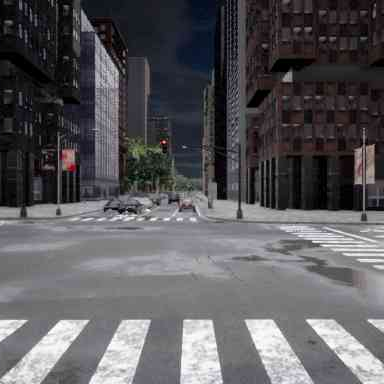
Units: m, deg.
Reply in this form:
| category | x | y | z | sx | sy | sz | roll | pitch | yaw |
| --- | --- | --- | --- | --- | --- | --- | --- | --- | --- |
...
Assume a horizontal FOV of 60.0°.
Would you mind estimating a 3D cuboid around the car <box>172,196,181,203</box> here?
| category | x | y | z | sx | sy | sz | roll | pitch | yaw |
| --- | --- | --- | --- | --- | --- | --- | --- | --- | --- |
| car | -3.468 | 1.651 | 75.398 | 1.994 | 1.385 | 4.181 | 0 | 0 | 0 |

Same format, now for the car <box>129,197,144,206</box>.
| category | x | y | z | sx | sy | sz | roll | pitch | yaw |
| --- | --- | --- | --- | --- | --- | --- | --- | --- | --- |
| car | -9.146 | 1.570 | 55.067 | 1.752 | 1.417 | 4.829 | 0 | 0 | 0 |

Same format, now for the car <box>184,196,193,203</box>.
| category | x | y | z | sx | sy | sz | roll | pitch | yaw |
| --- | --- | --- | --- | --- | --- | --- | --- | --- | --- |
| car | -0.701 | 1.613 | 71.717 | 1.752 | 1.417 | 4.829 | 0 | 0 | 0 |

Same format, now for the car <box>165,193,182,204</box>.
| category | x | y | z | sx | sy | sz | roll | pitch | yaw |
| --- | --- | --- | --- | --- | --- | --- | --- | --- | --- |
| car | -3.326 | 1.287 | 63.740 | 2.150 | 2.045 | 5.566 | 0 | 0 | 0 |

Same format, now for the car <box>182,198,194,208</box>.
| category | x | y | z | sx | sy | sz | roll | pitch | yaw |
| --- | --- | --- | --- | --- | --- | --- | --- | --- | --- |
| car | -0.596 | 1.614 | 49.847 | 1.802 | 1.307 | 4.206 | 0 | 0 | 0 |

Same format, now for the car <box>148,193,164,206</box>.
| category | x | y | z | sx | sy | sz | roll | pitch | yaw |
| --- | --- | --- | --- | --- | --- | --- | --- | --- | --- |
| car | -6.472 | 1.268 | 55.959 | 2.150 | 2.045 | 5.566 | 0 | 0 | 0 |

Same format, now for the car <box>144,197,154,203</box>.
| category | x | y | z | sx | sy | sz | roll | pitch | yaw |
| --- | --- | --- | --- | --- | --- | --- | --- | --- | --- |
| car | -9.226 | 1.669 | 71.515 | 1.802 | 1.307 | 4.206 | 0 | 0 | 0 |

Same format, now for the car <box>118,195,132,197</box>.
| category | x | y | z | sx | sy | sz | roll | pitch | yaw |
| --- | --- | --- | --- | --- | --- | --- | --- | --- | --- |
| car | -9.096 | 1.335 | 44.385 | 2.192 | 1.841 | 5.009 | 0 | 0 | 0 |

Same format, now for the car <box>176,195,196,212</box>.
| category | x | y | z | sx | sy | sz | roll | pitch | yaw |
| --- | --- | --- | --- | --- | --- | --- | --- | --- | --- |
| car | -0.544 | 1.448 | 38.997 | 1.967 | 1.590 | 4.097 | 0 | 0 | 0 |

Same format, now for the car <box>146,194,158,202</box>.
| category | x | y | z | sx | sy | sz | roll | pitch | yaw |
| --- | --- | --- | --- | --- | --- | --- | --- | --- | --- |
| car | -9.253 | 1.417 | 76.941 | 2.192 | 1.841 | 5.009 | 0 | 0 | 0 |

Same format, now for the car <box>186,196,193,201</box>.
| category | x | y | z | sx | sy | sz | roll | pitch | yaw |
| --- | --- | --- | --- | --- | --- | --- | --- | --- | --- |
| car | -0.806 | 1.696 | 93.246 | 1.887 | 1.381 | 4.507 | 0 | 0 | 0 |

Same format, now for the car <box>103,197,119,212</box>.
| category | x | y | z | sx | sy | sz | roll | pitch | yaw |
| --- | --- | --- | --- | --- | --- | --- | --- | --- | --- |
| car | -9.069 | 1.574 | 38.959 | 1.947 | 1.339 | 4.313 | 0 | 0 | 0 |

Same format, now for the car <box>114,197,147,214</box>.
| category | x | y | z | sx | sy | sz | roll | pitch | yaw |
| --- | --- | --- | --- | --- | --- | --- | --- | --- | --- |
| car | -6.385 | 1.547 | 35.090 | 2.033 | 1.411 | 5.357 | 0 | 0 | 0 |

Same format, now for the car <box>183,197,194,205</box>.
| category | x | y | z | sx | sy | sz | roll | pitch | yaw |
| --- | --- | --- | --- | --- | --- | --- | --- | --- | --- |
| car | -0.648 | 1.603 | 60.697 | 1.887 | 1.381 | 4.507 | 0 | 0 | 0 |

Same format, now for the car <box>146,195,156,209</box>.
| category | x | y | z | sx | sy | sz | roll | pitch | yaw |
| --- | --- | --- | --- | --- | --- | --- | --- | --- | --- |
| car | -6.433 | 1.548 | 45.316 | 1.812 | 1.442 | 4.674 | 0 | 0 | 0 |
